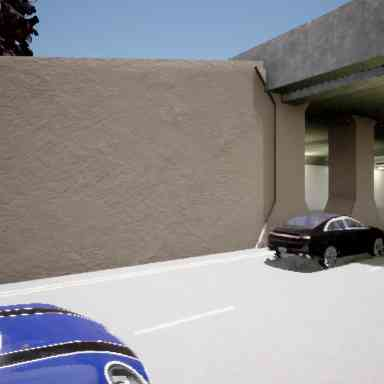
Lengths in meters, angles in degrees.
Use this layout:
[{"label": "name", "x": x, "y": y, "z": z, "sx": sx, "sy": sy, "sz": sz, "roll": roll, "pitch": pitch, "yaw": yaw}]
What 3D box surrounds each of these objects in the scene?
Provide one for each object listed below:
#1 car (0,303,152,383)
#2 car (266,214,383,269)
[{"label": "car", "x": -2.423, "y": 1.353, "z": 1.889, "sx": 4.553, "sy": 1.767, "sz": 2.097, "roll": 0, "pitch": 0, "yaw": -35}, {"label": "car", "x": 4.643, "y": 1.491, "z": 11.229, "sx": 4.902, "sy": 1.511, "sz": 2.128, "roll": 0, "pitch": 0, "yaw": -36}]
